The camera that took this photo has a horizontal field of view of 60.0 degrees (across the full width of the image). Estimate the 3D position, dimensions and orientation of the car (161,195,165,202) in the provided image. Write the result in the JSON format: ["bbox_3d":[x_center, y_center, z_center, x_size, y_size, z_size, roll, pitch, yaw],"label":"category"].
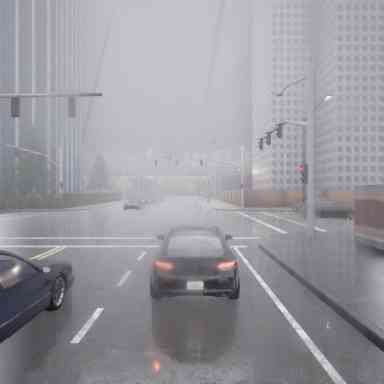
[{"bbox_3d":[-7.066,1.512,73.346,2.128,1.511,4.902,0,0,0],"label":"car"}]

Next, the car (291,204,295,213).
[{"bbox_3d":[12.383,1.352,33.512,4.553,1.767,2.097,0,0,0],"label":"car"}]

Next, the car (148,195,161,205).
[{"bbox_3d":[-7.131,1.492,58.318,2.128,1.511,4.902,0,0,0],"label":"car"}]

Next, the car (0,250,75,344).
[{"bbox_3d":[-3.445,1.547,4.713,2.033,1.411,5.357,0,0,1],"label":"car"}]

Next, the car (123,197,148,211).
[{"bbox_3d":[-7.137,1.547,41.201,2.033,1.411,5.357,0,0,0],"label":"car"}]

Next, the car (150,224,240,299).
[{"bbox_3d":[0.070,1.526,8.309,1.812,1.442,4.674,0,0,0],"label":"car"}]

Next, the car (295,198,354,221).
[{"bbox_3d":[10.976,1.352,26.383,4.553,1.767,2.097,0,0,2],"label":"car"}]
